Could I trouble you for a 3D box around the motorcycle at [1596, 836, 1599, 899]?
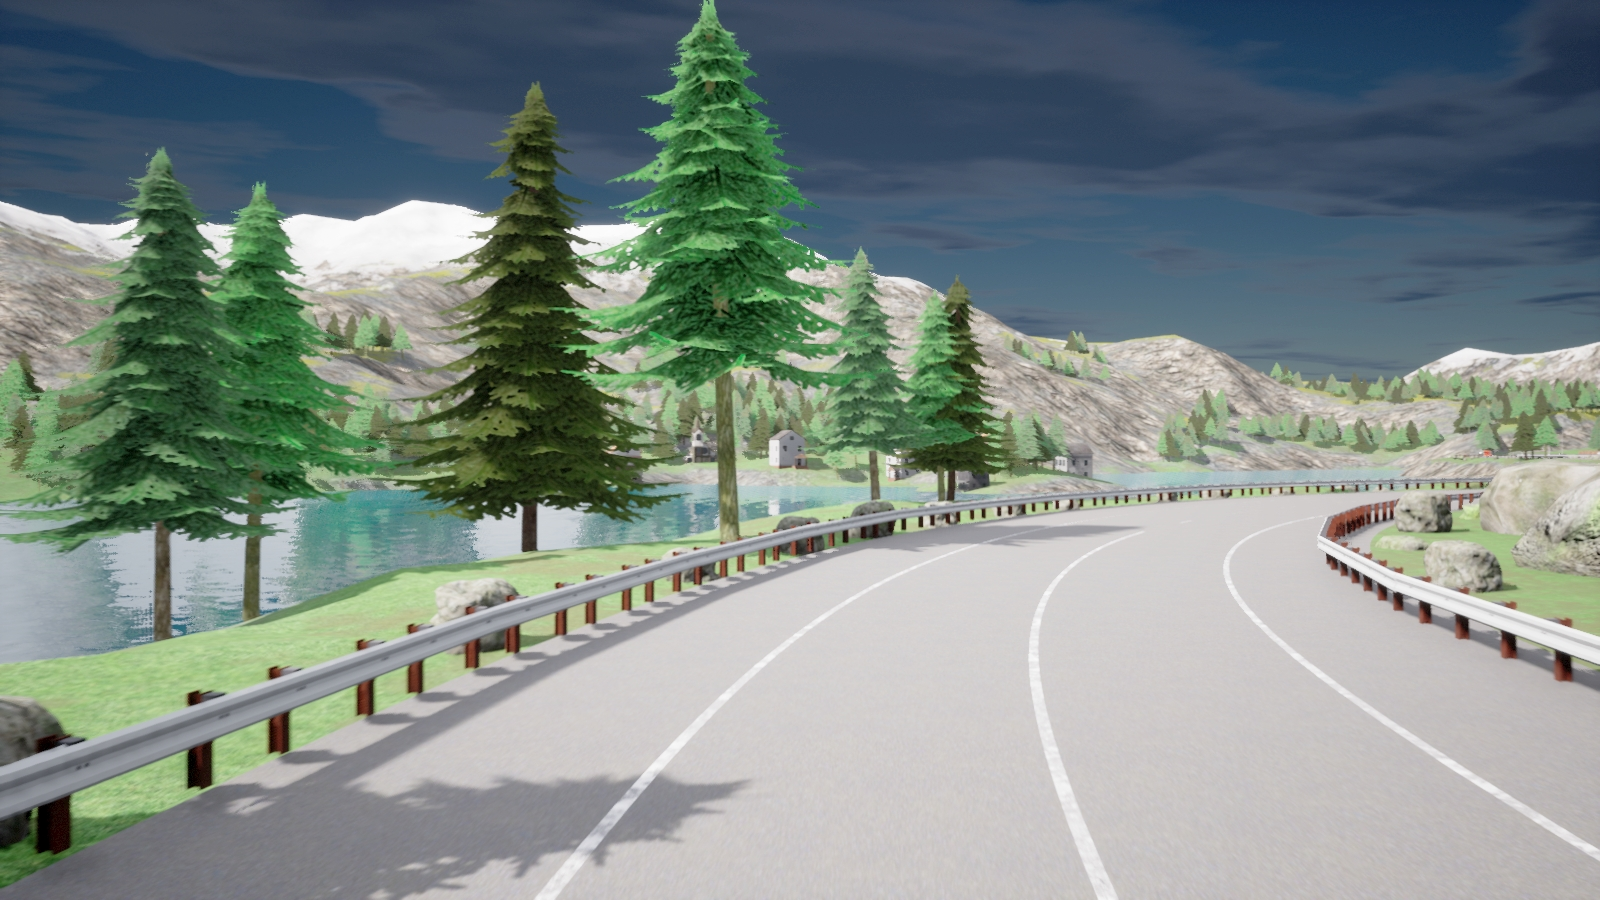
[{"bbox_3d":[3.571,2.178,3.603,0.803,1.217,2.033,0,0,4],"label":"motorcycle"}]
